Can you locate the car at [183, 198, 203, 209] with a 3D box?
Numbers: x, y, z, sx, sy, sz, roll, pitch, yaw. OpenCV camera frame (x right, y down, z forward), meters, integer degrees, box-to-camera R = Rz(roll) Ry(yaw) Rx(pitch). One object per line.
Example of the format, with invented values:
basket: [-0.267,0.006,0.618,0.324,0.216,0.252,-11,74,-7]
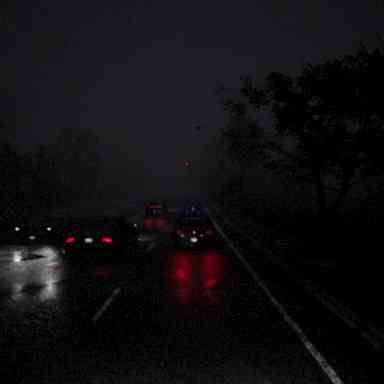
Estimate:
car: [0.088,1.394,34.204,1.882,1.535,5.008,0,3,0]

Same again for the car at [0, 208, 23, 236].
car: [-10.605,1.644,18.105,2.128,1.511,4.902,0,-1,0]

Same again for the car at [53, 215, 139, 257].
car: [-3.405,1.661,13.458,2.033,1.411,5.357,0,0,0]

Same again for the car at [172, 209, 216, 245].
car: [0.094,1.736,16.167,1.895,1.301,4.718,0,0,0]

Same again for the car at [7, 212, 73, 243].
car: [-7.105,1.744,17.008,1.895,1.301,4.718,0,0,0]

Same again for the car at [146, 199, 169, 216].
car: [-3.412,1.463,32.898,2.128,1.511,4.902,0,2,0]
